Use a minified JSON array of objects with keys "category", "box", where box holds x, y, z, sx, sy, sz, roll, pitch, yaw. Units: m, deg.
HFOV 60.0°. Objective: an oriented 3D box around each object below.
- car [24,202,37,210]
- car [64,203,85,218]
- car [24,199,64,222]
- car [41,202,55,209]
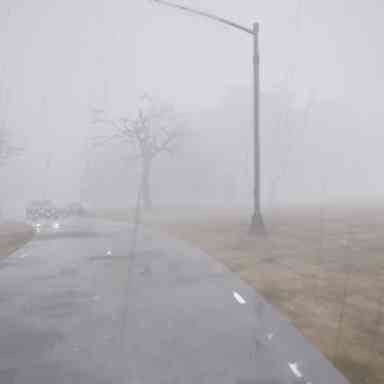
[{"category":"car","box":[-33.307,2.929,68.664,1.837,1.490,4.892,0,-1,-18]},{"category":"car","box":[-14.053,1.998,38.390,2.097,1.767,4.553,1,-2,-37]},{"category":"car","box":[-14.591,1.716,32.307,2.150,2.045,5.566,1,-1,-36]},{"category":"car","box":[-30.780,2.921,71.342,1.895,1.301,4.718,0,-1,-11]}]
